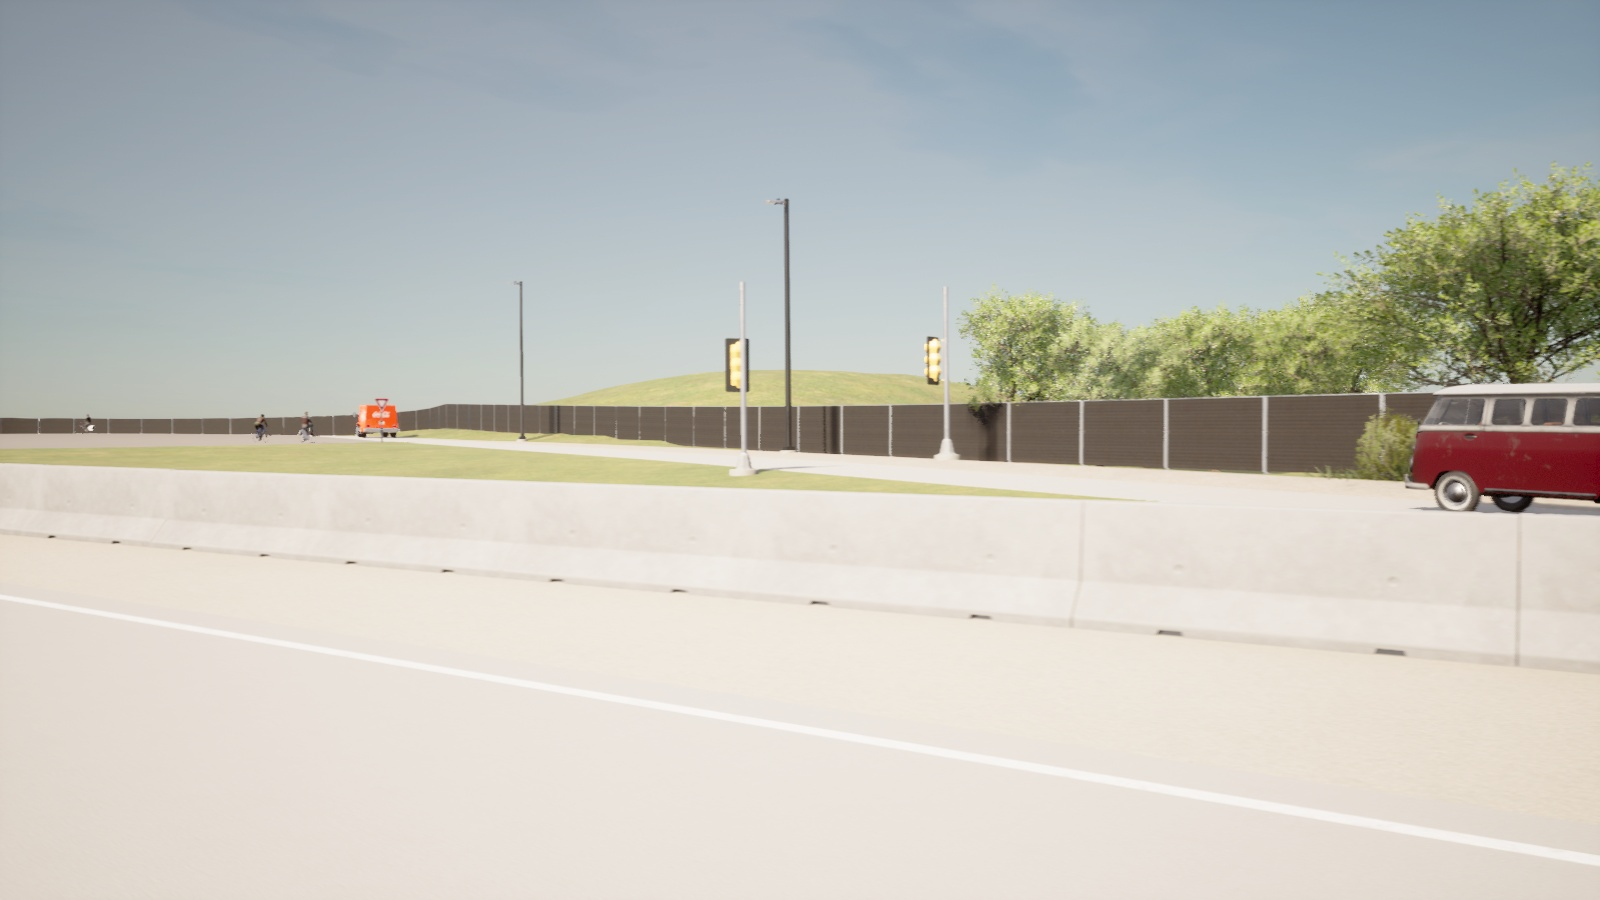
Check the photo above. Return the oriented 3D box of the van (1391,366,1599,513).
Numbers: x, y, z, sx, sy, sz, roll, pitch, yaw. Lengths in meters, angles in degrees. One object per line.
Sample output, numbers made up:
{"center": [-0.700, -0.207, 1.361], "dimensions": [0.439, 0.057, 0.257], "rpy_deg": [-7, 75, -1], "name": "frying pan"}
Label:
{"center": [11.123, -0.178, 18.154], "dimensions": [1.775, 1.987, 4.442], "rpy_deg": [-2, 2, -31], "name": "van"}
